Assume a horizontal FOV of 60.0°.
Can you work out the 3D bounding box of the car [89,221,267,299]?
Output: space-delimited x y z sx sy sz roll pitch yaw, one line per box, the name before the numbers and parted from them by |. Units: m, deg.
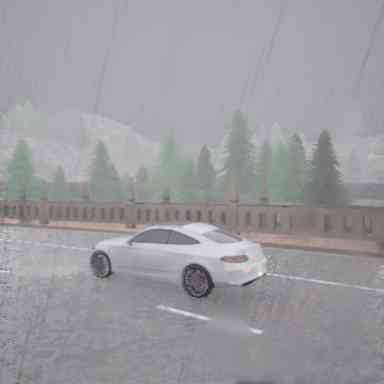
car | -0.504 1.462 8.248 4.674 1.442 1.812 0 0 33
